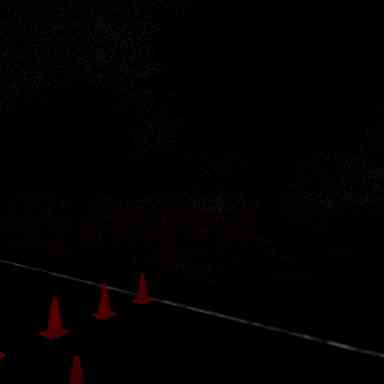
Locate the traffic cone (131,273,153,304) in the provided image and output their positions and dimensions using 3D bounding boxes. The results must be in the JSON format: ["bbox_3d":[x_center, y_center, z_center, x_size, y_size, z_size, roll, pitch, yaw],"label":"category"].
[{"bbox_3d":[-1.048,1.996,6.996,0.340,0.580,0.340,0,0,36],"label":"traffic cone"}]

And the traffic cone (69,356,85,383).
[{"bbox_3d":[-1.176,1.974,3.394,0.340,0.580,0.340,0,0,36],"label":"traffic cone"}]

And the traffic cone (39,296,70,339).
[{"bbox_3d":[-2.216,1.984,5.373,0.340,0.580,0.340,0,0,36],"label":"traffic cone"}]

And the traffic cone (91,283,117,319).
[{"bbox_3d":[-1.632,1.990,6.184,0.340,0.580,0.340,0,0,36],"label":"traffic cone"}]

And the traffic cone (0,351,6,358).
[{"bbox_3d":[-2.800,1.978,4.561,0.340,0.580,0.340,0,0,36],"label":"traffic cone"}]
